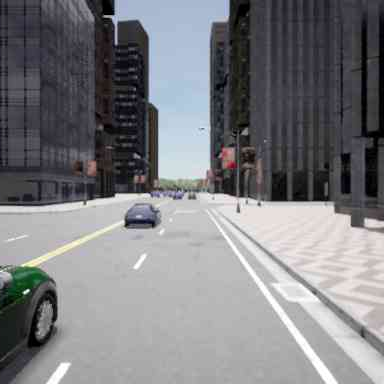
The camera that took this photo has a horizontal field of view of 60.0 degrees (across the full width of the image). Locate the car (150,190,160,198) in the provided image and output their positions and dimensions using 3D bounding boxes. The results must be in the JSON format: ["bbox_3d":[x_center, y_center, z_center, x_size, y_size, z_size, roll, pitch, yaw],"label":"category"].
[{"bbox_3d":[-9.726,0.545,87.968,2.150,2.045,5.566,0,1,0],"label":"car"}]

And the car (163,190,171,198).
[{"bbox_3d":[-6.476,0.545,87.967,2.150,2.045,5.566,0,1,0],"label":"car"}]

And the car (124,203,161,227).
[{"bbox_3d":[-3.143,1.421,21.784,1.994,1.385,4.181,0,0,0],"label":"car"}]

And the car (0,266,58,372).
[{"bbox_3d":[-3.149,1.330,3.378,2.097,1.767,4.553,0,0,0],"label":"car"}]

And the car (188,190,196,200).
[{"bbox_3d":[0.020,0.968,74.209,1.812,1.442,4.674,0,1,0],"label":"car"}]

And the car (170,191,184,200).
[{"bbox_3d":[-3.230,0.968,74.210,1.812,1.442,4.674,0,1,0],"label":"car"}]

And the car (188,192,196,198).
[{"bbox_3d":[0.023,0.810,86.066,1.882,1.535,5.008,0,1,0],"label":"car"}]
